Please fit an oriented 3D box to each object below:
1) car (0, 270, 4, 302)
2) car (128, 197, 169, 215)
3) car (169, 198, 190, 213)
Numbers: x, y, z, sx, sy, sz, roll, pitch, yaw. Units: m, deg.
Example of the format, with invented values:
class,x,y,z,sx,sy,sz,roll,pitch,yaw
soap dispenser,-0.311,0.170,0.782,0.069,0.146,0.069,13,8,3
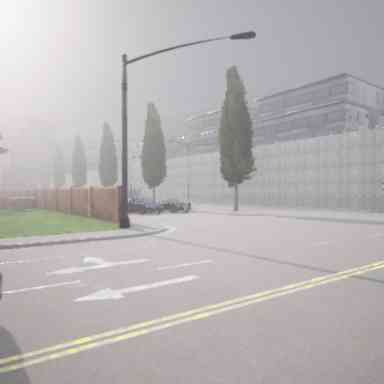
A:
class,x,y,z,sx,sy,sz,roll,pitch,yaw
car,-5.583,1.225,4.213,5.566,2.045,2.150,0,0,-34
car,-4.702,1.314,33.508,2.097,1.767,4.553,0,0,-36
car,-2.086,1.447,35.867,2.128,1.511,4.902,0,0,-36
